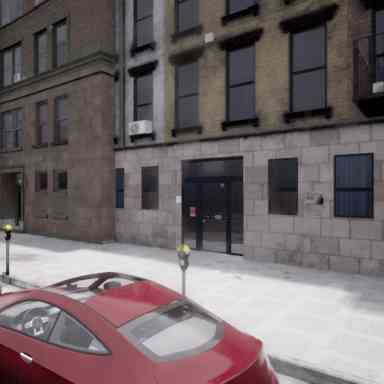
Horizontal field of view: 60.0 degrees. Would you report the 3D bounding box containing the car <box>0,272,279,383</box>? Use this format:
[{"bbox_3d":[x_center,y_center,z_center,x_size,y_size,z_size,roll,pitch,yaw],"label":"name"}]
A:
[{"bbox_3d":[-1.179,1.582,3.658,4.206,1.307,1.802,0,0,36],"label":"car"}]
